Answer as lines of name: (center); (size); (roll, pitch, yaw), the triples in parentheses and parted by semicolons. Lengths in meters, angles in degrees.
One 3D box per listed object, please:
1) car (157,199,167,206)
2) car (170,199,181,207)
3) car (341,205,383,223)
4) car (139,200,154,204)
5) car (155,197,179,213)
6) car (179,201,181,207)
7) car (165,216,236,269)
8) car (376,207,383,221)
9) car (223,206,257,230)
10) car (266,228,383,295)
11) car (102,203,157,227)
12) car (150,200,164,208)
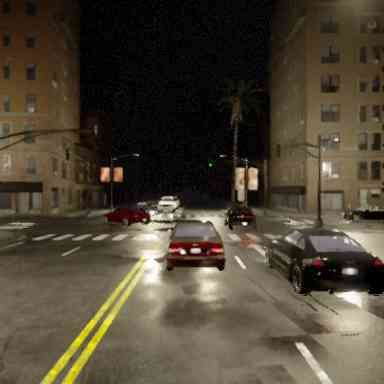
car: (-6.510, 2.299, 72.926); (1.812, 1.442, 4.674); (0, -1, 0)
car: (-3.260, 2.193, 65.880); (1.882, 1.535, 5.008); (0, -1, 0)
car: (16.017, 1.936, 29.961); (4.902, 1.511, 2.128); (0, 0, 2)
car: (-6.605, 2.054, 44.455); (1.994, 1.385, 4.181); (0, -1, 0)
car: (-3.347, 1.721, 45.325); (2.150, 2.045, 5.566); (0, -1, 0)
car: (-3.317, 1.832, 55.686); (2.150, 2.045, 5.566); (0, -1, 1)
car: (0.096, 1.675, 11.573); (2.033, 1.411, 5.357); (0, -1, 0)
car: (16.210, 2.031, 24.020); (4.313, 1.339, 1.947); (0, 0, 0)
car: (3.340, 1.776, 23.462); (1.837, 1.490, 4.892); (1, 0, 0)
car: (3.339, 1.665, 9.031); (1.994, 1.385, 4.181); (0, -1, 0)
car: (-5.090, 1.813, 25.583); (4.674, 1.442, 1.812); (1, 0, 44)
car: (-6.509, 2.232, 62.856); (2.033, 1.411, 5.357); (0, -1, 0)
